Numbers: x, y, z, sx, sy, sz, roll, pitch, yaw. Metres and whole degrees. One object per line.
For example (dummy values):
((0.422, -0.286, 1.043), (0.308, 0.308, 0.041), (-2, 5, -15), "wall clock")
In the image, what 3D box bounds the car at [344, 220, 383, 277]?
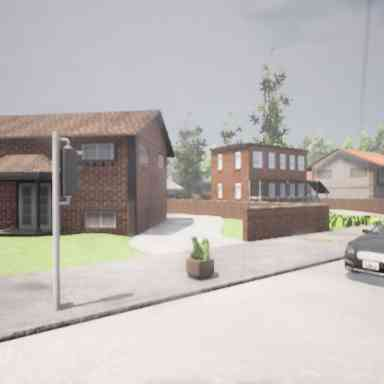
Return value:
((6.152, 1.445, 9.291), (4.902, 1.511, 2.128), (0, 0, -37), "car")

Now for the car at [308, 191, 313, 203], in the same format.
((9.913, 0.858, 31.486), (3.866, 1.878, 1.905), (0, 0, -37), "car")
